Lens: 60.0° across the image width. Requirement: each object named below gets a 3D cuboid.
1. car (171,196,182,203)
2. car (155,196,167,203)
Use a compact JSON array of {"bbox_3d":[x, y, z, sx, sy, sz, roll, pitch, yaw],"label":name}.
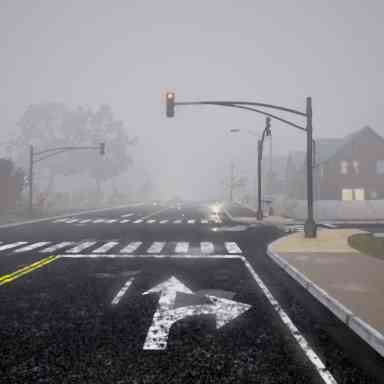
[{"bbox_3d":[-3.095,1.536,67.889,1.812,1.442,4.674,0,0,5],"label":"car"},{"bbox_3d":[-6.329,1.497,68.207,1.882,1.535,5.008,0,0,5],"label":"car"}]
